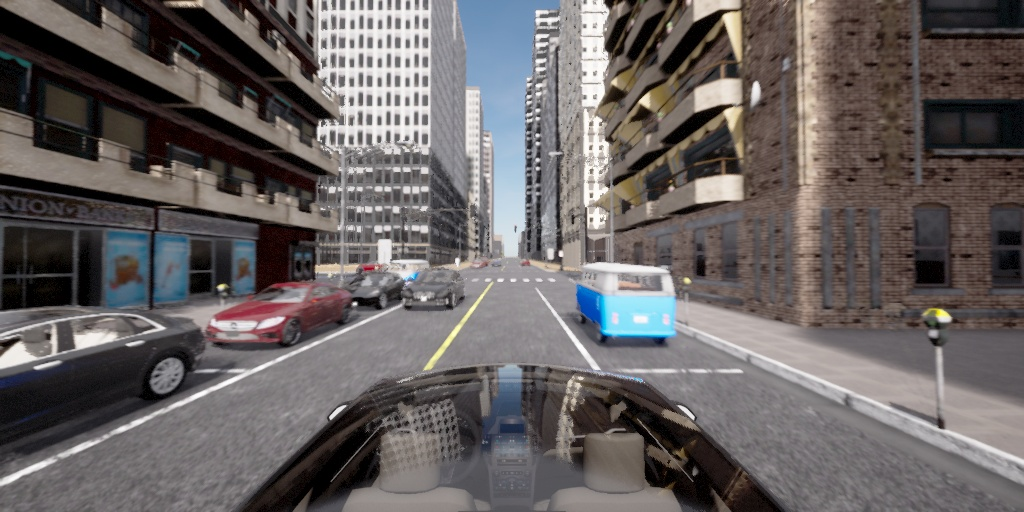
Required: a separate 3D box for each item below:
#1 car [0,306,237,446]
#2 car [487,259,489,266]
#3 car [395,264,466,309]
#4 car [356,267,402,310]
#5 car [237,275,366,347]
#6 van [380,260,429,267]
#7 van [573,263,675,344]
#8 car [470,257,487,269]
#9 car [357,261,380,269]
[{"bbox_3d":[-5.655,1.302,3.800,2.007,1.370,4.403,0,0,0],"label":"car"},{"bbox_3d":[-5.680,1.388,64.063,1.802,1.307,4.207,0,0,0],"label":"car"},{"bbox_3d":[-3.080,1.267,14.979,1.837,1.490,4.892,0,0,0],"label":"car"},{"bbox_3d":[-5.653,1.328,14.880,1.948,1.339,4.313,0,0,0],"label":"car"},{"bbox_3d":[-5.654,1.339,9.341,1.802,1.307,4.207,0,0,0],"label":"car"},{"bbox_3d":[-5.822,1.108,20.422,1.690,1.789,3.998,0,0,0],"label":"van"},{"bbox_3d":[2.694,1.098,9.392,1.690,1.789,3.998,0,0,0],"label":"van"},{"bbox_3d":[-5.680,1.241,58.488,1.967,1.591,4.097,0,0,0],"label":"car"},{"bbox_3d":[-16.485,1.284,43.053,4.097,1.591,1.967,0,0,0],"label":"car"}]
